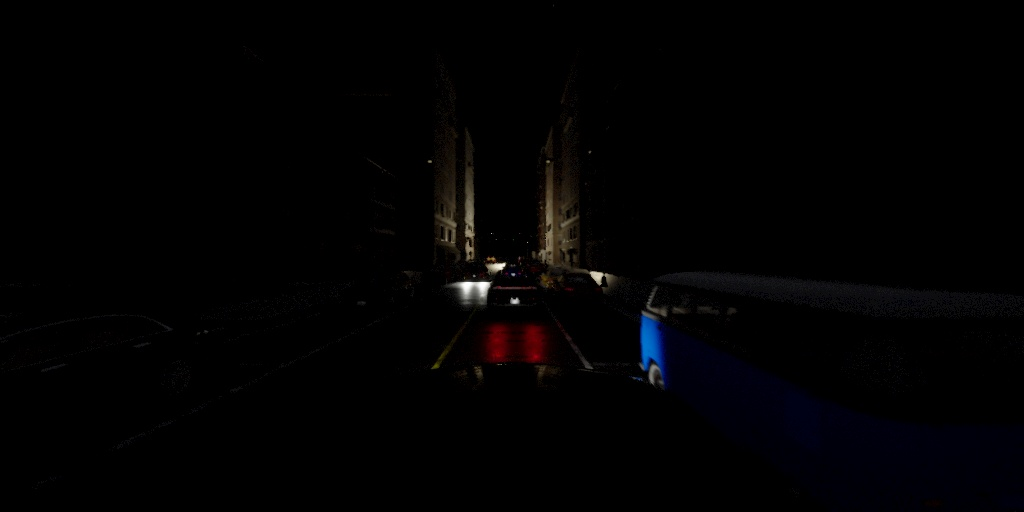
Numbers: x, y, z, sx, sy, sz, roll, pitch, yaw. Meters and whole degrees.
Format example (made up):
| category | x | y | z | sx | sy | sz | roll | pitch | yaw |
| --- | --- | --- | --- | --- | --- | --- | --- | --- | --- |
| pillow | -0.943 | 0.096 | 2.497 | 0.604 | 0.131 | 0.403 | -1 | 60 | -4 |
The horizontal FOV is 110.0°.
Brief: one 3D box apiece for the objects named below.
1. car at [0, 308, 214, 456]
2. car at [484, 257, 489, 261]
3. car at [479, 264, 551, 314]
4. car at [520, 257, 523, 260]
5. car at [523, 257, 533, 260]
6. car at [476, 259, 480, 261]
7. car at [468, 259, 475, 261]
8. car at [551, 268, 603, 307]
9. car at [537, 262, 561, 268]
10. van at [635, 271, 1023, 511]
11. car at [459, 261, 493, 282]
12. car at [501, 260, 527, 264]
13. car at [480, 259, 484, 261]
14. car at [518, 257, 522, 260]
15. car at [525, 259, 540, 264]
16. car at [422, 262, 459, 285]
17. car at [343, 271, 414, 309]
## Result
| category | x | y | z | sx | sy | sz | roll | pitch | yaw |
| --- | --- | --- | --- | --- | --- | --- | --- | --- | --- |
| car | -5.387 | 1.301 | 3.651 | 2.007 | 1.370 | 4.403 | 0 | 0 | 0 |
| car | -5.387 | 1.198 | 60.474 | 1.967 | 1.591 | 4.097 | 0 | 0 | 0 |
| car | 0.097 | 1.244 | 13.881 | 2.128 | 1.511 | 4.902 | 0 | 0 | 0 |
| car | 2.638 | 1.309 | 54.793 | 2.007 | 1.370 | 4.403 | 0 | 0 | 0 |
| car | 2.638 | 1.197 | 43.428 | 1.967 | 1.591 | 4.097 | 0 | 0 | 0 |
| car | -5.387 | 1.323 | 43.428 | 1.948 | 1.339 | 4.313 | 0 | 0 | 0 |
| car | -5.387 | 1.302 | 37.746 | 1.888 | 1.381 | 4.507 | 0 | 0 | 0 |
| car | 2.638 | 1.335 | 15.016 | 1.802 | 1.307 | 4.207 | 0 | 0 | 0 |
| car | 2.638 | 1.280 | 20.869 | 1.751 | 1.417 | 4.829 | 0 | 0 | 0 |
| van | 2.638 | 1.091 | 3.652 | 1.690 | 1.789 | 3.998 | 0 | 0 | 0 |
| car | -2.846 | 1.319 | 28.978 | 1.994 | 1.385 | 4.181 | 0 | 0 | 0 |
| car | 0.099 | 1.281 | 30.331 | 1.812 | 1.442 | 4.674 | 0 | 0 | 0 |
| car | -5.387 | 1.198 | 49.110 | 1.967 | 1.591 | 4.097 | 0 | 0 | 0 |
| car | 2.638 | 1.073 | 60.475 | 2.192 | 1.841 | 5.009 | 0 | 0 | 0 |
| car | 2.638 | 1.302 | 37.746 | 1.888 | 1.381 | 4.507 | 0 | 0 | 0 |
| car | -5.387 | 1.300 | 26.381 | 1.888 | 1.381 | 4.507 | 0 | 0 | 0 |
| car | -5.387 | 1.319 | 15.016 | 1.948 | 1.339 | 4.313 | 0 | 0 | 0 |
